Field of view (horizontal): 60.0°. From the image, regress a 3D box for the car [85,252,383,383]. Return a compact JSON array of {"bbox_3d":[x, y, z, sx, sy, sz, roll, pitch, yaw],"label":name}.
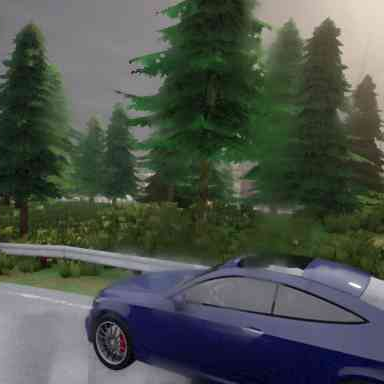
[{"bbox_3d":[0.787,1.499,4.077,4.674,1.442,1.812,1,1,31],"label":"car"}]
